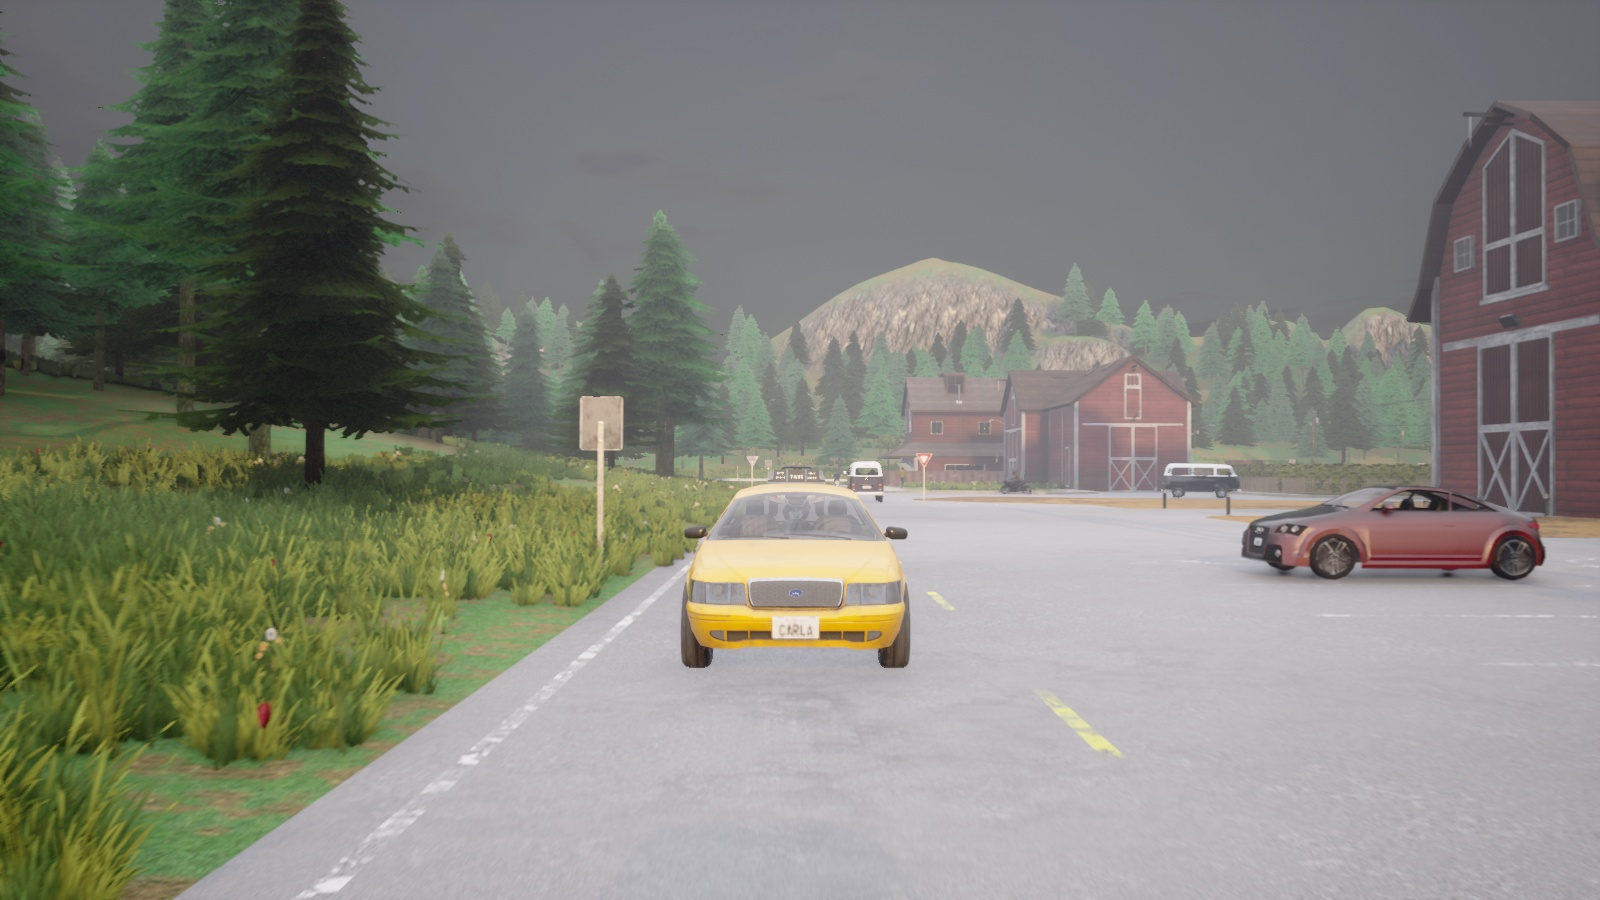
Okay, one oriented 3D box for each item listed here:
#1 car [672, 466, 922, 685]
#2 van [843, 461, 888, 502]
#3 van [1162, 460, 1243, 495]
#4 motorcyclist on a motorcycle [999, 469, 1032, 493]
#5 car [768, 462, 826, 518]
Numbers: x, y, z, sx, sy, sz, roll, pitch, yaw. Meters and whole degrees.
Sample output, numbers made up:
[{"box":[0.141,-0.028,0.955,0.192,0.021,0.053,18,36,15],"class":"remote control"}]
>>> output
[{"box":[-0.029,0.951,11.770,1.801,1.575,5.366,0,-1,0],"class":"car"},{"box":[3.342,1.612,64.962,2.069,2.038,4.480,0,-1,0],"class":"van"},{"box":[23.777,1.635,74.332,4.480,2.038,2.069,0,-1,16],"class":"van"},{"box":[13.870,2.010,80.803,2.044,1.523,0.797,0,-1,17],"class":"motorcyclist on a motorcycle"},{"box":[-0.108,1.373,44.279,1.932,1.855,4.605,0,-1,0],"class":"car"}]
